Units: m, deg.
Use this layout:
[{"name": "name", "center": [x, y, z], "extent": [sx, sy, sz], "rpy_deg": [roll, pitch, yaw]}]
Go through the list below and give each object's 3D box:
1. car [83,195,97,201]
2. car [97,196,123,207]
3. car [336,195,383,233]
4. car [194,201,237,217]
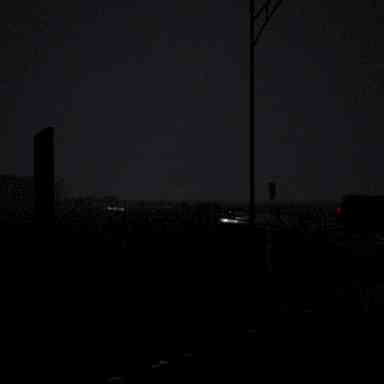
[{"name": "car", "center": [-20.543, 1.267, 67.231], "extent": [2.128, 1.511, 4.902], "rpy_deg": [-1, 1, -36]}, {"name": "car", "center": [-11.721, 1.328, 48.560], "extent": [1.882, 1.535, 5.008], "rpy_deg": [-1, 1, -35]}, {"name": "car", "center": [10.463, 1.179, 17.444], "extent": [2.150, 2.045, 5.566], "rpy_deg": [-1, 0, -36]}, {"name": "car", "center": [2.029, 1.473, 29.260], "extent": [1.994, 1.385, 4.181], "rpy_deg": [-1, 1, -36]}]
